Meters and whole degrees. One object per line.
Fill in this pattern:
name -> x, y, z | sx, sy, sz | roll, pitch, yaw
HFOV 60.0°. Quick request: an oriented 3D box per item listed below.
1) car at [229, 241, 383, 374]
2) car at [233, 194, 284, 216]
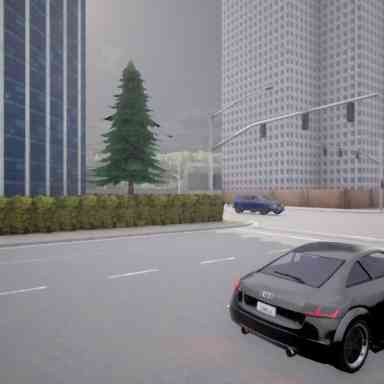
car -> 2.661, 1.564, 5.679 | 4.181, 1.385, 1.994 | 0, 0, -35
car -> 6.554, 1.221, 33.307 | 2.150, 2.045, 5.566 | 0, 0, -36
